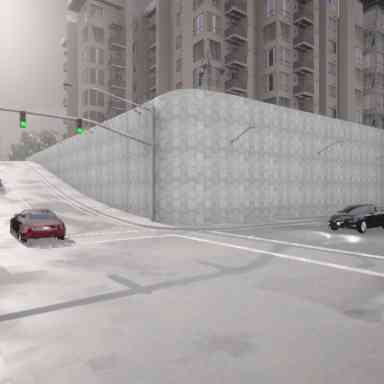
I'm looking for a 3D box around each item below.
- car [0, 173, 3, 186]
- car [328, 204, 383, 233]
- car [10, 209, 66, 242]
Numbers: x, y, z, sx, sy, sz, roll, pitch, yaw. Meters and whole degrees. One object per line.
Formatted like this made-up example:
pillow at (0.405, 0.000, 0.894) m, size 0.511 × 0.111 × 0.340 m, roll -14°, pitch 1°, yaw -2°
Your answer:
car at (-21.967, -1.624, 36.361) m, size 1.812 × 1.442 × 4.674 m, roll 0°, pitch 12°, yaw -36°
car at (10.067, 1.505, 19.786) m, size 4.892 × 1.490 × 1.837 m, roll 0°, pitch 0°, yaw -36°
car at (-7.776, 1.531, 16.631) m, size 1.994 × 1.385 × 4.181 m, roll 0°, pitch 2°, yaw -36°
